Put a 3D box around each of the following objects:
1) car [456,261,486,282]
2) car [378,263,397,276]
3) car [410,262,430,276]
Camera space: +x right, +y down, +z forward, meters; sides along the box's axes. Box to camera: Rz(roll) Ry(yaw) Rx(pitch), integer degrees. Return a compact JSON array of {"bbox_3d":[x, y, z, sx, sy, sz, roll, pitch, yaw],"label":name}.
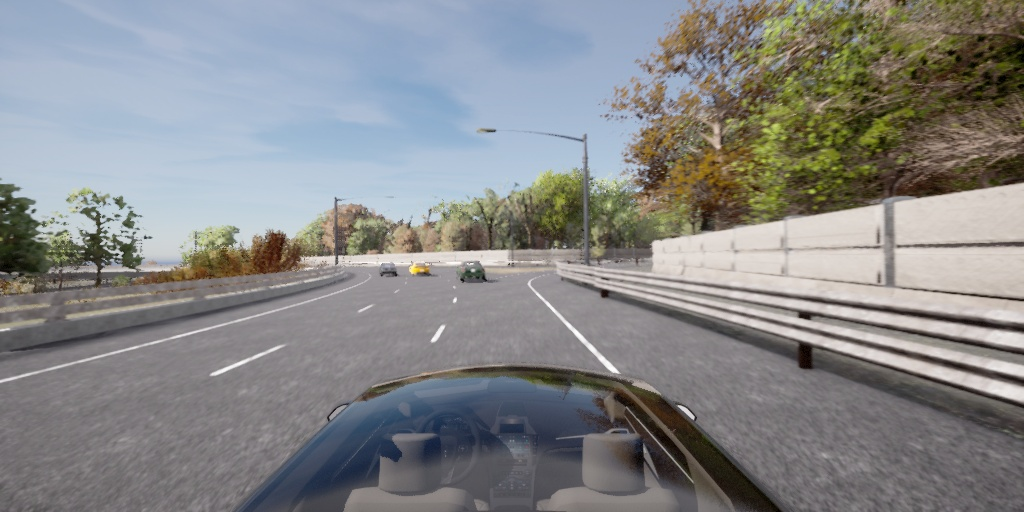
[{"bbox_3d":[-3.576,1.191,30.516,2.097,1.767,4.553,-1,0,-14],"label":"car"},{"bbox_3d":[-14.728,1.590,42.458,2.033,1.411,5.357,-1,0,-23],"label":"car"},{"bbox_3d":[-10.737,1.451,41.575,1.882,1.535,5.008,-1,0,-21],"label":"car"}]
